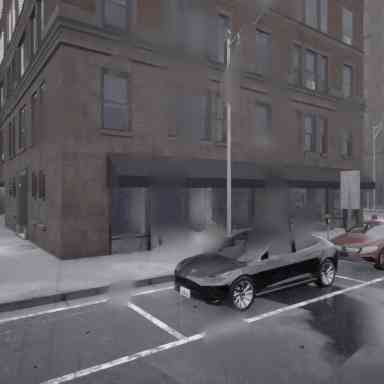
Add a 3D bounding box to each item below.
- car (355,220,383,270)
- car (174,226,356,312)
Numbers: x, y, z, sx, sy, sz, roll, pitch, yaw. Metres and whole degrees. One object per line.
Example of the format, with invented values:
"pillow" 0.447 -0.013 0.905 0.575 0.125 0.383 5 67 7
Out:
"car" 6.119 1.582 10.898 4.206 1.307 1.802 0 0 -35
"car" 1.640 1.566 7.704 4.313 1.339 1.947 0 0 -35
